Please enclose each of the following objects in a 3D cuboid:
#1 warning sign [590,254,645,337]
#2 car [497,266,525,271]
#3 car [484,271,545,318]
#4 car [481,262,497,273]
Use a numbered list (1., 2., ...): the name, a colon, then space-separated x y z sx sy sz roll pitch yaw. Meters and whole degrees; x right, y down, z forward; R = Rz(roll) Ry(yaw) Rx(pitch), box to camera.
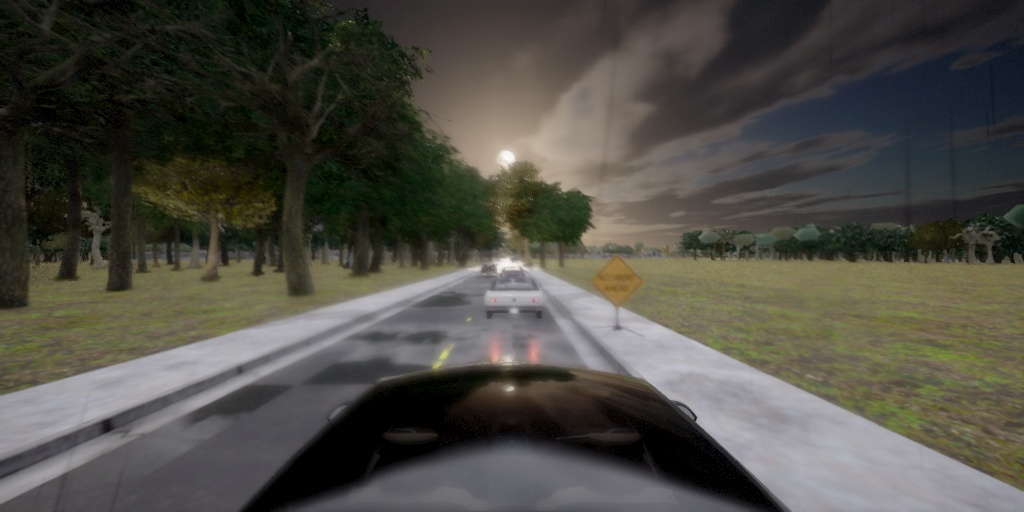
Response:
1. warning sign: 2.515 0.892 8.566 1.300 1.860 1.060 0 0 0
2. car: 0.072 1.452 28.265 1.895 1.301 4.718 0 0 0
3. car: 0.078 1.394 13.145 1.895 1.301 4.718 0 0 0
4. car: -2.852 1.481 45.697 1.994 1.385 4.181 0 0 0
